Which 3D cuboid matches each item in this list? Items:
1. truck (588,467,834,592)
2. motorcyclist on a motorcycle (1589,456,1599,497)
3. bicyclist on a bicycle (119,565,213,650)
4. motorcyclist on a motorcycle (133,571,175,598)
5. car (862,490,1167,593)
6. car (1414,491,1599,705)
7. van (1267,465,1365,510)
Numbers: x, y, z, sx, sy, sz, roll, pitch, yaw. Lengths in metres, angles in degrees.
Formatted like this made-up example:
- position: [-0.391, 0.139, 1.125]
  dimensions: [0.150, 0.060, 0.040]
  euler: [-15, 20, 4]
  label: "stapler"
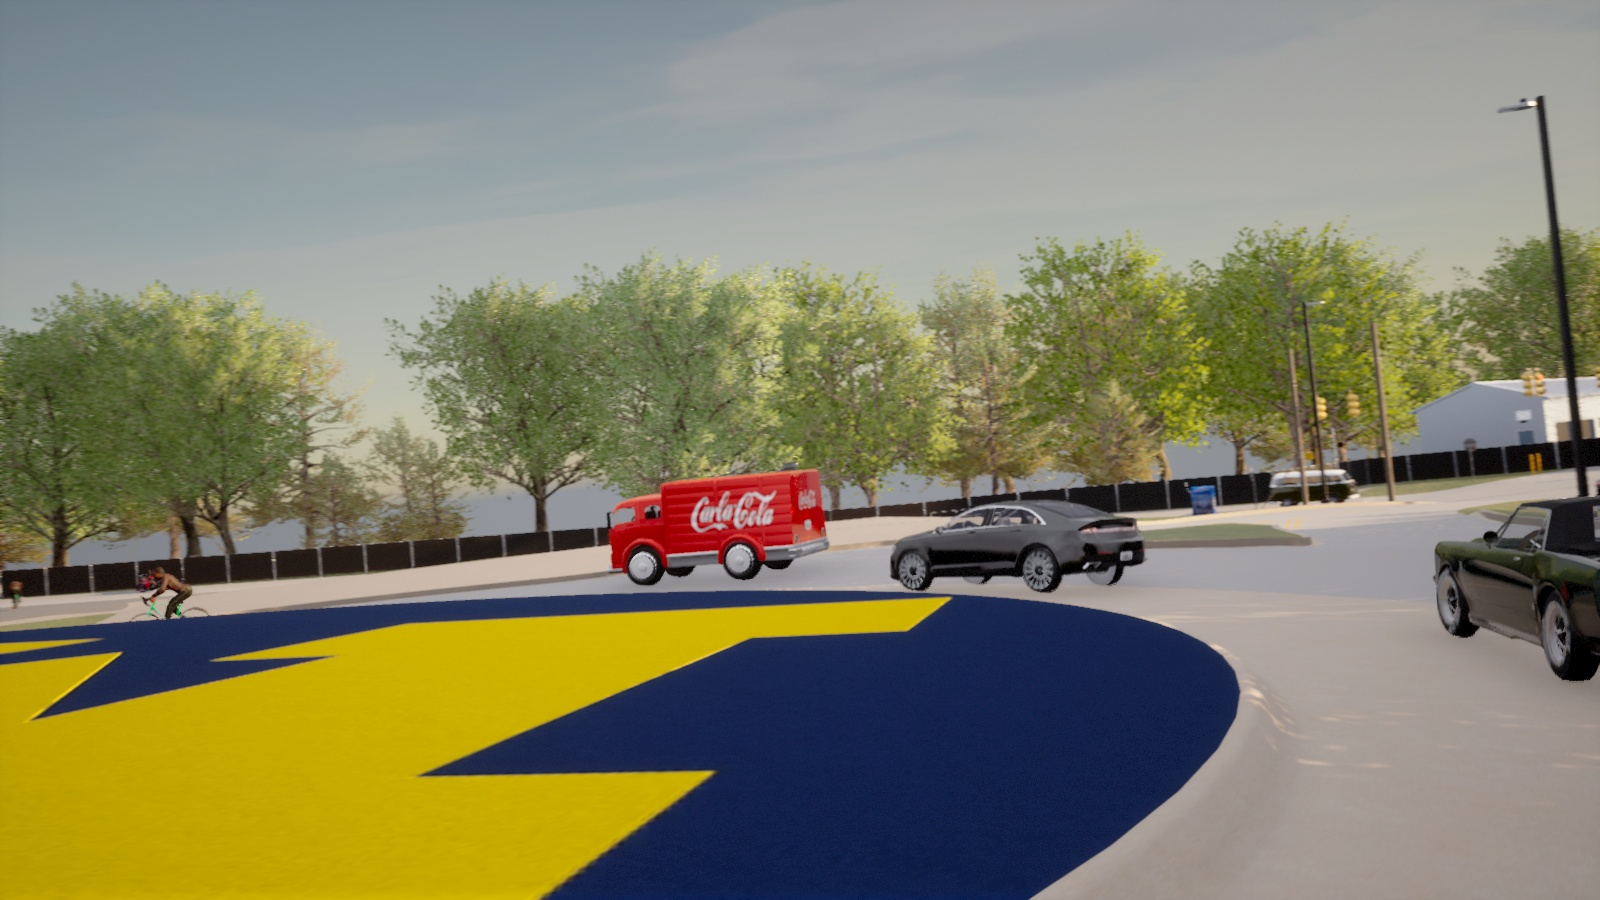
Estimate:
- position: [-2.158, 1.940, 30.883]
  dimensions: [5.204, 2.467, 2.627]
  euler: [-6, -1, 21]
  label: "truck"
- position: [33.566, 0.989, 51.292]
  dimensions: [2.350, 1.649, 0.766]
  euler: [-5, -1, -16]
  label: "motorcyclist on a motorcycle"
- position: [-13.633, 3.395, 27.041]
  dimensions: [1.656, 1.620, 0.582]
  euler: [-5, -7, -21]
  label: "bicyclist on a bicycle"
- position: [-41.848, 8.693, 81.353]
  dimensions: [2.191, 1.530, 0.866]
  euler: [-4, -1, 3]
  label: "motorcyclist on a motorcycle"
- position: [3.540, 1.597, 21.602]
  dimensions: [2.128, 1.511, 4.902]
  euler: [0, -4, -39]
  label: "car"
- position: [6.456, 0.989, 9.917]
  dimensions: [1.895, 1.301, 4.718]
  euler: [-1, -2, 14]
  label: "car"
- position: [28.593, 2.076, 69.616]
  dimensions: [4.480, 2.038, 2.069]
  euler: [-6, -1, 35]
  label: "van"
